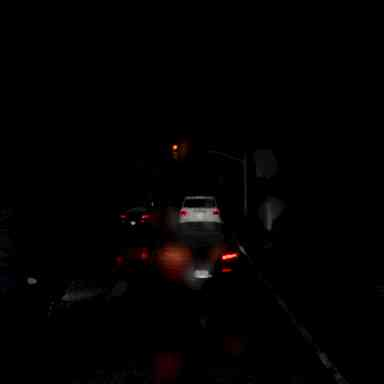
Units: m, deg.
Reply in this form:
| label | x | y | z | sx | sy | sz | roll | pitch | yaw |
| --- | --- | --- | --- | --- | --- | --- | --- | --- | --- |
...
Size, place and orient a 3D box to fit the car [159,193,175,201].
| label | x | y | z | sx | sy | sz | roll | pitch | yaw |
| --- | --- | --- | --- | --- | --- | --- | --- | --- | --- |
| car | -5.418 | 1.163 | 71.640 | 1.882 | 1.535 | 5.008 | 0 | 0 | 1 |

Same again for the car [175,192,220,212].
| label | x | y | z | sx | sy | sz | roll | pitch | yaw |
| --- | --- | --- | --- | --- | --- | --- | --- | --- | --- |
| car | 0.434 | 1.176 | 18.875 | 2.150 | 2.045 | 5.566 | 0 | 0 | 1 |

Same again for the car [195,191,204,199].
| label | x | y | z | sx | sy | sz | roll | pitch | yaw |
| --- | --- | --- | --- | --- | --- | --- | --- | --- | --- |
| car | 1.960 | 0.778 | 88.104 | 2.097 | 1.767 | 4.553 | 0 | 1 | 1 |

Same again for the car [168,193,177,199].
| label | x | y | z | sx | sy | sz | roll | pitch | yaw |
| --- | --- | --- | --- | --- | --- | --- | --- | --- | --- |
| car | -5.043 | 0.974 | 88.005 | 1.994 | 1.385 | 4.181 | 0 | 1 | 1 |

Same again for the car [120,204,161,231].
| label | x | y | z | sx | sy | sz | roll | pitch | yaw |
| --- | --- | --- | --- | --- | --- | --- | --- | --- | --- |
| car | -3.040 | 1.474 | 20.082 | 1.812 | 1.442 | 4.674 | 0 | 0 | 3 |

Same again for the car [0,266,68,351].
| label | x | y | z | sx | sy | sz | roll | pitch | yaw |
| --- | --- | --- | --- | --- | --- | --- | --- | --- | --- |
| car | -3.347 | 1.544 | 3.971 | 2.033 | 1.411 | 5.357 | 0 | 0 | 1 |

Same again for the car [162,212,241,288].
| label | x | y | z | sx | sy | sz | roll | pitch | yaw |
| --- | --- | --- | --- | --- | --- | --- | --- | --- | --- |
| car | 0.239 | 1.514 | 9.140 | 1.812 | 1.442 | 4.674 | 0 | 0 | 1 |

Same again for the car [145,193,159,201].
| label | x | y | z | sx | sy | sz | roll | pitch | yaw |
| --- | --- | --- | --- | --- | --- | --- | --- | --- | --- |
| car | -8.919 | 1.209 | 71.635 | 1.812 | 1.442 | 4.674 | 0 | 0 | 1 |

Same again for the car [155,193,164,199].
| label | x | y | z | sx | sy | sz | roll | pitch | yaw |
| --- | --- | --- | --- | --- | --- | --- | --- | --- | --- |
| car | -8.543 | 0.949 | 87.991 | 1.812 | 1.442 | 4.674 | 0 | 1 | 1 |
